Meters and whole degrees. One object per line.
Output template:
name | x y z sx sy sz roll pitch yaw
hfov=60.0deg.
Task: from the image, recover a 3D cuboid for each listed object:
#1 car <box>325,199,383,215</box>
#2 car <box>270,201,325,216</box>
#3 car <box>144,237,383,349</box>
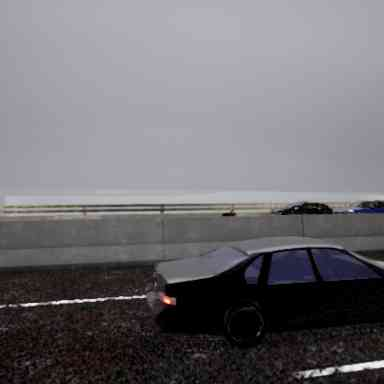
car | 11.851 1.299 22.581 4.553 1.767 2.097 0 0 -12
car | 8.418 1.459 25.423 4.892 1.490 1.837 0 0 -12
car | 1.876 1.537 5.880 5.357 1.411 2.033 0 0 -12
